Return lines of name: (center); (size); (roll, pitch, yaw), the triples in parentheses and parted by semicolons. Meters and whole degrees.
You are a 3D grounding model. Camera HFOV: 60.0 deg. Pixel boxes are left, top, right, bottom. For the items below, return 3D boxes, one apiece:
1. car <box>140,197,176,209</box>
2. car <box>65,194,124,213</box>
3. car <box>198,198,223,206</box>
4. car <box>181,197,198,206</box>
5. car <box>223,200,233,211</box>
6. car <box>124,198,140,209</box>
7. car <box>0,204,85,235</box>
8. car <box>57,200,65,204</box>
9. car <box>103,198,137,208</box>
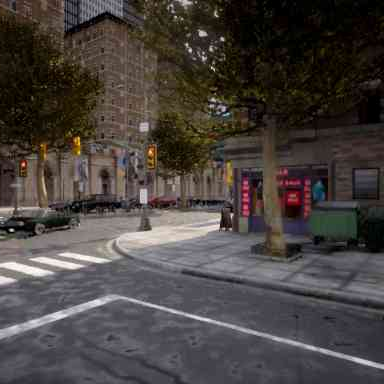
car: (-4.241, 1.478, 44.931); (1.882, 1.535, 5.008); (0, 0, 36)
car: (-10.506, 1.221, 36.241); (2.150, 2.045, 5.566); (0, 0, 36)
car: (3.516, 1.601, 55.656); (1.895, 1.301, 4.718); (0, 0, 36)
car: (-0.113, 1.563, 56.616); (1.994, 1.385, 4.181); (0, 0, 36)
car: (5.977, 1.601, 39.265); (1.895, 1.301, 4.718); (0, 0, 36)
car: (-7.772, 1.526, 45.997); (1.812, 1.442, 4.674); (0, 0, 36)
car: (-8.372, 1.601, 18.729); (1.895, 1.301, 4.718); (0, 0, 15)
car: (-13.771, 1.547, 37.695); (2.033, 1.411, 5.357); (0, 0, 36)
car: (-10.277, 1.595, 47.932); (1.895, 1.301, 4.718); (0, 0, 36)
